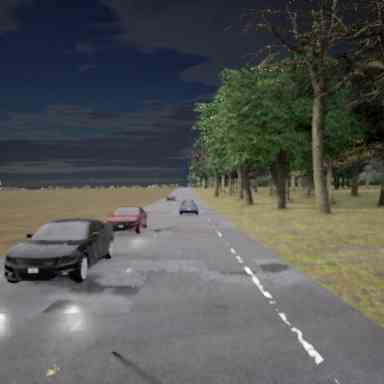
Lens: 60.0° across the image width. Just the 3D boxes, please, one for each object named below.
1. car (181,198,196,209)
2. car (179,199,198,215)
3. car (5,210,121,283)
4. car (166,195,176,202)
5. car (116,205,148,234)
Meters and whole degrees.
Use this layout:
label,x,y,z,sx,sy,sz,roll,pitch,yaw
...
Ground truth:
label,x,y,z,sx,sy,sz,roll,pitch,yaw
car,-0.509,1.658,47.096,1.994,1.385,4.181,0,0,-1
car,-0.351,1.673,35.927,1.994,1.385,4.181,0,0,-2
car,-3.714,1.557,10.185,1.882,1.535,5.008,0,0,-1
car,-4.433,1.335,70.990,2.033,1.411,5.357,0,1,-1
car,-3.845,1.588,20.406,1.882,1.535,5.008,0,0,-1
